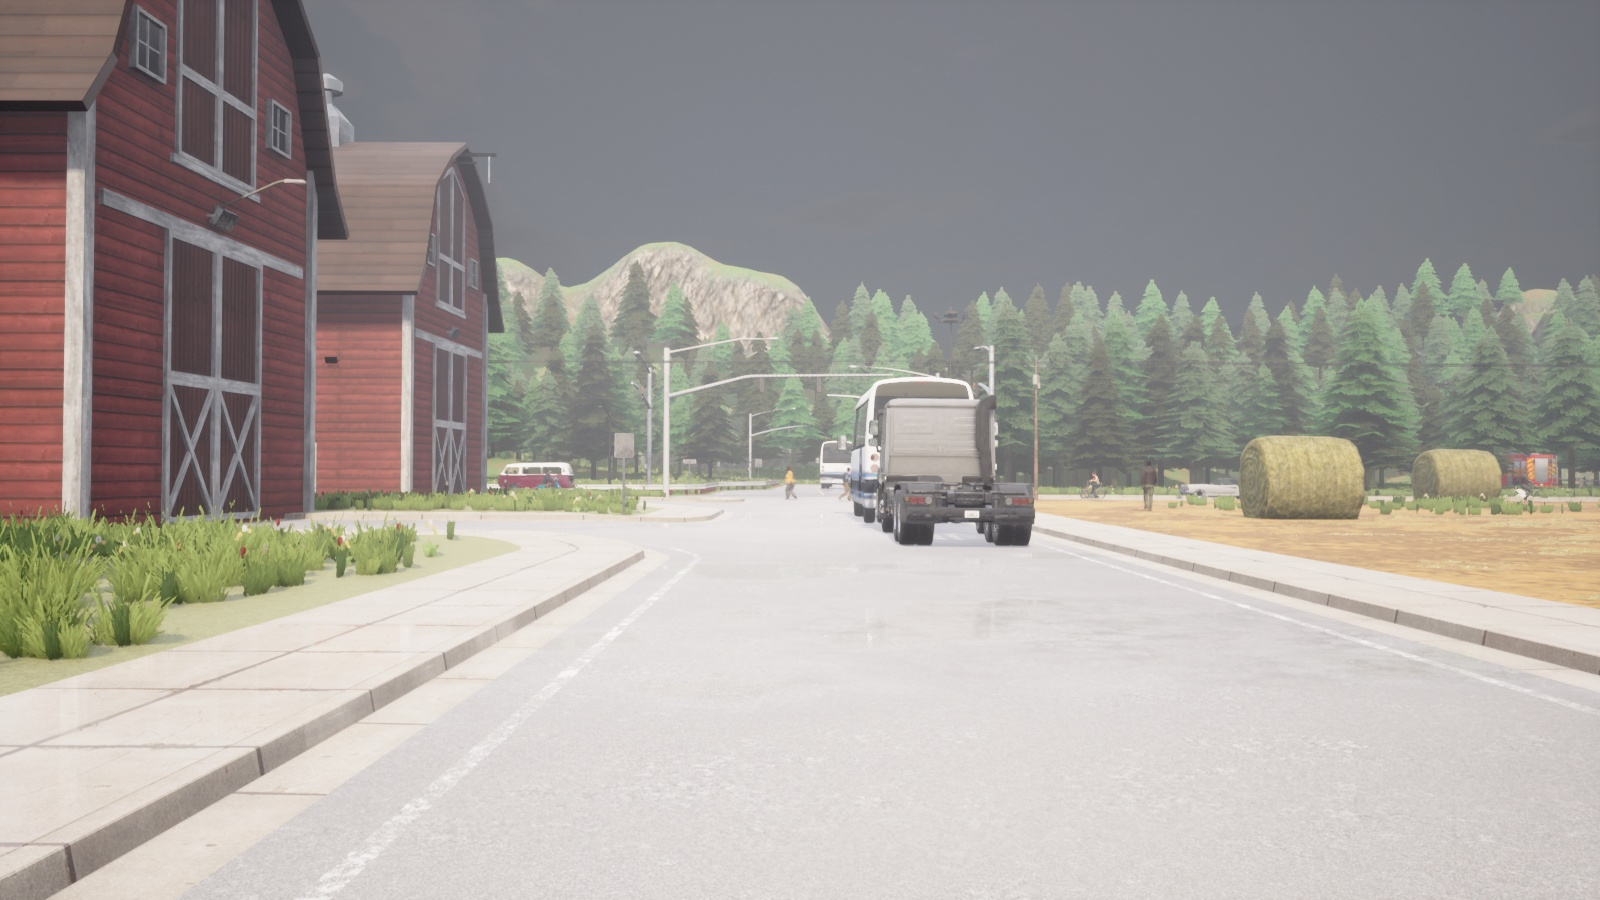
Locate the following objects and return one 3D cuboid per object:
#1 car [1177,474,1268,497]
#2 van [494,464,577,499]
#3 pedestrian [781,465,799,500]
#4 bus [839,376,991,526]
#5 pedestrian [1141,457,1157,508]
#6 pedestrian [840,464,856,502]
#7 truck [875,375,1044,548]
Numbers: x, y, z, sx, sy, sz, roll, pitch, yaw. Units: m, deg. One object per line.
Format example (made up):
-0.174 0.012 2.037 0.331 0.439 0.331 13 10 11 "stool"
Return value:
25.043 2.097 74.561 4.718 1.301 1.895 0 -1 1 "car"
-15.805 1.895 75.221 4.480 2.038 2.069 0 -1 1 "van"
-0.552 1.749 67.128 0.900 1.855 0.874 0 -1 -3 "pedestrian"
3.420 0.110 40.695 3.944 4.253 10.273 0 -1 0 "bus"
12.673 1.185 45.671 0.431 1.840 0.703 0 -1 6 "pedestrian"
2.446 1.690 64.301 0.788 1.949 0.423 0 -1 -4 "pedestrian"
3.448 0.295 29.228 2.891 3.462 7.936 0 -1 0 "truck"
